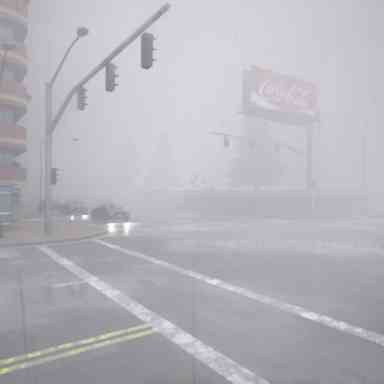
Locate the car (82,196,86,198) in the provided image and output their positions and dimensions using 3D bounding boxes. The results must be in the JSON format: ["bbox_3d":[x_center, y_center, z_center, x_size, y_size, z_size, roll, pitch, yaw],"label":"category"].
[{"bbox_3d":[-20.823,1.657,58.663,1.994,1.385,4.181,0,0,-36],"label":"car"}]

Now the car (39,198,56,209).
[{"bbox_3d":[-18.235,1.531,42.746,1.882,1.535,5.008,0,0,-36],"label":"car"}]

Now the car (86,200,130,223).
[{"bbox_3d":[-6.542,1.619,26.464,1.994,1.385,4.181,0,0,-36],"label":"car"}]

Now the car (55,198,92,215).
[{"bbox_3d":[-12.350,1.618,34.537,1.994,1.385,4.181,0,0,-36],"label":"car"}]

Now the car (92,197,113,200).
[{"bbox_3d":[-14.753,1.619,56.215,1.837,1.490,4.892,0,0,-36],"label":"car"}]

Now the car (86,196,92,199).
[{"bbox_3d":[-20.239,1.591,63.847,1.882,1.535,5.008,0,0,-36],"label":"car"}]
